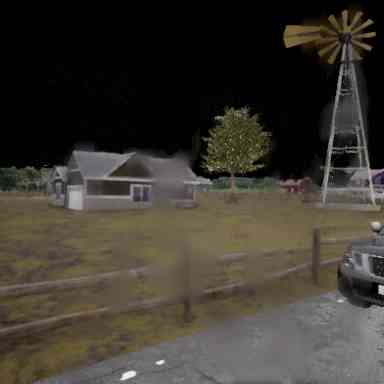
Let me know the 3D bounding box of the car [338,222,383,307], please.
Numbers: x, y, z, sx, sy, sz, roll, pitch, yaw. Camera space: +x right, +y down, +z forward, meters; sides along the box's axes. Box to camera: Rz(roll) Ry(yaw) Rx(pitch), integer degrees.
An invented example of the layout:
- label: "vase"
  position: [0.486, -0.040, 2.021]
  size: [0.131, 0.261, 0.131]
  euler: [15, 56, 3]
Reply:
- label: "car"
  position: [5.331, 1.219, 6.866]
  size: [5.566, 2.045, 2.150]
  euler: [0, 0, -36]
